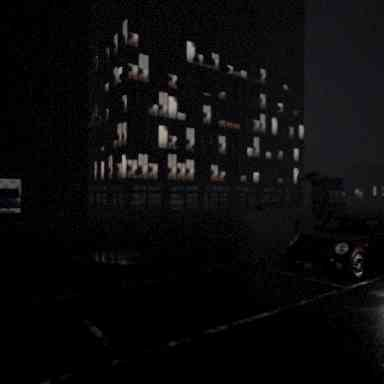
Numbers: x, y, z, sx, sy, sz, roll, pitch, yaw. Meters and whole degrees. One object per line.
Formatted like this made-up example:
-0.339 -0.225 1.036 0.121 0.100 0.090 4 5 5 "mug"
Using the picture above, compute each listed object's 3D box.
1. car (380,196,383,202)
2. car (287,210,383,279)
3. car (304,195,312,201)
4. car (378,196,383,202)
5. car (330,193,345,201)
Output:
34.404 1.140 56.496 1.967 1.590 4.097 0 0 -35 "car"
4.677 1.392 9.845 4.097 1.590 1.967 0 1 -35 "car"
28.799 1.314 79.626 1.967 1.590 4.097 0 0 -35 "car"
38.989 1.374 65.048 1.802 1.307 4.206 0 0 -35 "car"
31.987 1.163 75.082 2.192 1.841 5.009 0 0 -35 "car"
